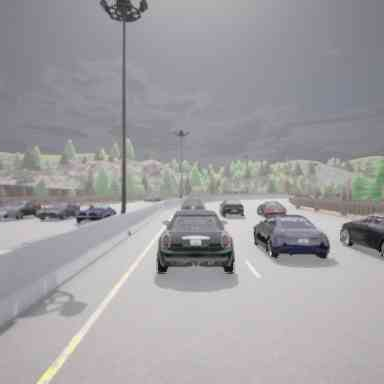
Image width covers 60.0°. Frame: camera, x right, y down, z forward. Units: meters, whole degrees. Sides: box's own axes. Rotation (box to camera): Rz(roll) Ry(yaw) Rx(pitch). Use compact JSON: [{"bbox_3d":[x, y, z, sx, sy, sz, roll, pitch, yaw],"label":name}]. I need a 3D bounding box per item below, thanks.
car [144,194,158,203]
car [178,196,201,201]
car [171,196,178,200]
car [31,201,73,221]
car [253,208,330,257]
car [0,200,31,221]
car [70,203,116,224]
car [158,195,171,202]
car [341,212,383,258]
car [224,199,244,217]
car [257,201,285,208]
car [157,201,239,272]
[{"bbox_3d":[-8.023,1.257,67.626,2.097,1.767,4.553,0,0,19],"label":"car"},{"bbox_3d":[0.112,1.300,28.758,2.097,1.767,4.553,0,0,0],"label":"car"},{"bbox_3d":[-1.577,1.429,64.829,2.033,1.411,5.357,0,0,19],"label":"car"},{"bbox_3d":[-10.582,1.499,27.005,2.033,1.411,5.357,0,0,0],"label":"car"},{"bbox_3d":[3.601,1.541,12.746,1.994,1.385,4.181,0,0,0],"label":"car"},{"bbox_3d":[-14.051,1.443,27.106,2.128,1.511,4.902,0,0,1],"label":"car"},{"bbox_3d":[-7.084,1.557,24.764,1.895,1.301,4.718,0,0,0],"label":"car"},{"bbox_3d":[-4.531,1.488,66.958,1.895,1.301,4.718,0,0,19],"label":"car"},{"bbox_3d":[7.101,1.469,11.963,2.128,1.511,4.902,0,0,0],"label":"car"},{"bbox_3d":[3.620,1.422,30.874,1.882,1.535,5.008,0,0,0],"label":"car"},{"bbox_3d":[7.116,1.509,30.000,1.994,1.385,4.181,0,0,0],"label":"car"},{"bbox_3d":[0.101,1.332,10.817,2.097,1.767,4.553,0,0,0],"label":"car"}]
